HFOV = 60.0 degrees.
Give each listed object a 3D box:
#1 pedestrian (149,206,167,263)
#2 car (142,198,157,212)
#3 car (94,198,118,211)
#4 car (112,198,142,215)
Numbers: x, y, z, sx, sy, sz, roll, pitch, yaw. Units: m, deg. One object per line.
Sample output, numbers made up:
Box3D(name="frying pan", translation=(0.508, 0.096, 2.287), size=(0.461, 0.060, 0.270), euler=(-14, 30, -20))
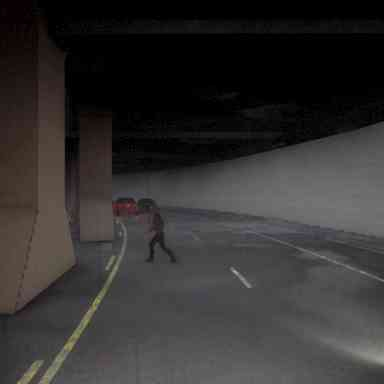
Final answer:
Box3D(name="pedestrian", translation=(-1.055, 1.294, 10.316), size=(0.375, 1.860, 0.375), euler=(0, 0, -7))
Box3D(name="car", translation=(-5.519, 1.504, 39.320), size=(1.837, 1.490, 4.892), euler=(0, 0, -24))
Box3D(name="car", translation=(-11.151, 1.526, 42.773), size=(1.812, 1.442, 4.674), euler=(0, 0, -29))
Box3D(name="car", translation=(-6.877, 1.352, 33.766), size=(2.097, 1.767, 4.553), euler=(0, 0, -22))
